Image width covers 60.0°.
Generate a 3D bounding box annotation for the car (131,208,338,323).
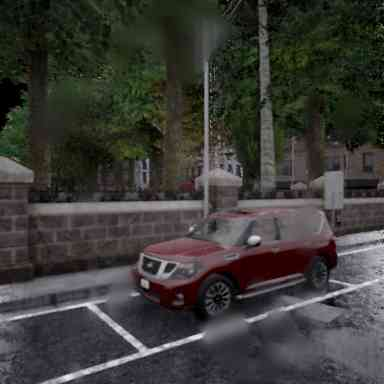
[{"bbox_3d":[1.210,1.320,7.401,5.009,1.841,2.192,0,0,-36],"label":"car"}]
